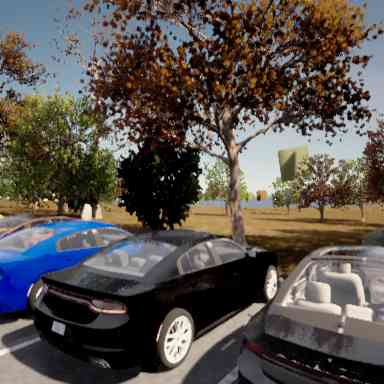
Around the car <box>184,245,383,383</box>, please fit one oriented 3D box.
[{"bbox_3d":[2.282,1.423,4.126,2.231,1.521,4.892,0,0,35],"label":"car"}]

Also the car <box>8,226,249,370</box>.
[{"bbox_3d":[-0.094,1.416,5.821,2.097,1.535,5.008,0,0,36],"label":"car"}]

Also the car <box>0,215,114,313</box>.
[{"bbox_3d":[-2.365,1.401,7.441,2.097,1.535,5.008,1,0,35],"label":"car"}]

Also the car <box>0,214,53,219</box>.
[{"bbox_3d":[-4.651,1.408,9.043,2.163,1.488,4.792,1,1,35],"label":"car"}]
